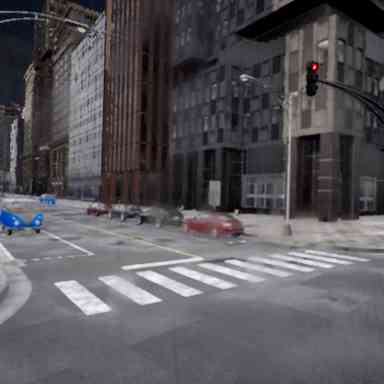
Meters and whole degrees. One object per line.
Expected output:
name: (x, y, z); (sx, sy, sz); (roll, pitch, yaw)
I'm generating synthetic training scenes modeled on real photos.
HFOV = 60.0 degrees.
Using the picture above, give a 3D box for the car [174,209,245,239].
car: (1.090, 1.717, 18.099); (1.802, 1.307, 4.206); (1, 0, -35)

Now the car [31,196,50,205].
car: (-25.082, 1.415, 54.937); (2.008, 1.369, 4.403); (1, 0, -35)

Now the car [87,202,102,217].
car: (-8.725, 1.618, 31.913); (1.802, 1.307, 4.206); (1, 0, -35)

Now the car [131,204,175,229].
car: (-2.181, 1.669, 22.704); (1.947, 1.339, 4.313); (1, 0, -35)

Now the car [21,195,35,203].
car: (-31.724, 1.317, 64.285); (1.752, 1.417, 4.829); (1, 0, -35)

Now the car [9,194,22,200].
car: (-41.440, 1.234, 77.960); (2.008, 1.369, 4.403); (1, 0, -35)

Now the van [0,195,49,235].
van: (-9.119, 1.246, 17.760); (1.690, 1.788, 3.998); (1, 0, -35)

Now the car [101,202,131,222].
car: (-5.453, 1.621, 27.309); (2.008, 1.369, 4.403); (1, 0, -35)

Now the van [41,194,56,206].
van: (-21.807, 1.240, 50.333); (1.690, 1.788, 3.998); (1, 0, -35)
